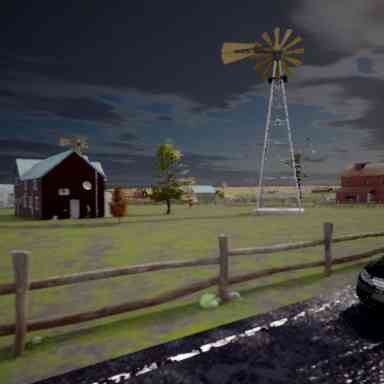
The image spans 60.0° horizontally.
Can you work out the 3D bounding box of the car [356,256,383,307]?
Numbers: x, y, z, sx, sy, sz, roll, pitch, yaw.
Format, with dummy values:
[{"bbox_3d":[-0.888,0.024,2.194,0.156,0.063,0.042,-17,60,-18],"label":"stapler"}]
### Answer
[{"bbox_3d":[5.286,1.520,6.838,4.674,1.442,1.812,0,0,-35],"label":"car"}]
